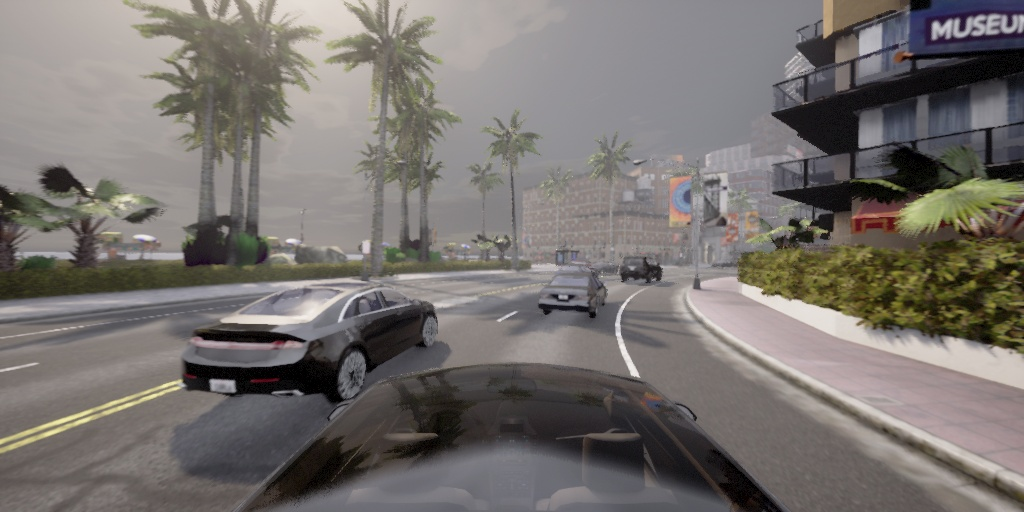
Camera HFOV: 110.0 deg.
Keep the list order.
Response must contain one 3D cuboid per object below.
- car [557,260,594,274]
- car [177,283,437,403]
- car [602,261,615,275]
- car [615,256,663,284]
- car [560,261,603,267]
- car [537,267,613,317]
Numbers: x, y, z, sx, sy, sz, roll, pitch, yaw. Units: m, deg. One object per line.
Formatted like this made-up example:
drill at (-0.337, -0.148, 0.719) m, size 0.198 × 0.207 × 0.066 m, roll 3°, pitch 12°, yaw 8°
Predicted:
car at (7.510, 1.282, 42.033) m, size 1.882 × 1.535 × 5.008 m, roll 0°, pitch 0°, yaw 43°
car at (-2.849, 1.215, 6.346) m, size 2.128 × 1.511 × 4.902 m, roll 0°, pitch 0°, yaw 8°
car at (9.838, 1.332, 39.403) m, size 1.837 × 1.490 × 4.892 m, roll 0°, pitch 0°, yaw 43°
car at (10.376, 1.057, 28.625) m, size 2.150 × 2.045 × 5.566 m, roll 0°, pitch 0°, yaw 34°
car at (4.728, 1.332, 26.330) m, size 2.033 × 1.411 × 5.357 m, roll 1°, pitch 0°, yaw 30°
car at (2.419, 1.315, 13.383) m, size 2.033 × 1.411 × 5.357 m, roll 0°, pitch 0°, yaw 20°
